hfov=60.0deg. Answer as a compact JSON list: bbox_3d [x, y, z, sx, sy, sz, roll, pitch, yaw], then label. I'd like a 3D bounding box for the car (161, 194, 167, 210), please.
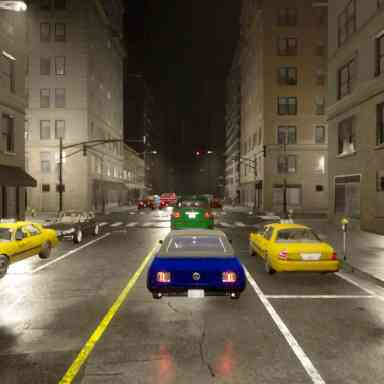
[{"bbox_3d":[-3.080,1.235,43.726,2.150,2.045,5.566,0,0,0],"label":"car"}]

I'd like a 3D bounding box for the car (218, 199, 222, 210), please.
[{"bbox_3d":[2.881,1.557,42.456,1.887,1.381,4.507,0,0,0],"label":"car"}]

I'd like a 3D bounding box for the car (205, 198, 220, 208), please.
[{"bbox_3d":[2.885,1.582,47.957,1.947,1.339,4.313,0,0,0],"label":"car"}]

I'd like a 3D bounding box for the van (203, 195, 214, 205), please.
[{"bbox_3d":[2.891,1.363,58.960,1.690,1.788,3.998,0,0,0],"label":"van"}]

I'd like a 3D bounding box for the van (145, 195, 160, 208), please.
[{"bbox_3d":[-5.641,1.357,47.962,1.690,1.788,3.998,0,0,0],"label":"van"}]

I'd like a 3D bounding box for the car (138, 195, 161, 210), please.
[{"bbox_3d":[-5.645,1.328,42.462,2.192,1.841,5.009,0,0,0],"label":"car"}]

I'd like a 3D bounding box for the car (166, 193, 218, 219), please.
[{"bbox_3d":[0.011,1.224,18.153,2.150,2.045,5.566,0,0,0],"label":"car"}]

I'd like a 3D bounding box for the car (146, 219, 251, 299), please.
[{"bbox_3d":[0.087,1.601,8.387,1.895,1.301,4.718,0,0,0],"label":"car"}]

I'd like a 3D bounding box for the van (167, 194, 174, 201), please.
[{"bbox_3d":[-5.618,1.377,86.473,1.690,1.788,3.998,0,0,0],"label":"van"}]

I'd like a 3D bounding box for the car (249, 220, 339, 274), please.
[{"bbox_3d":[2.862,1.526,10.326,1.752,1.417,4.829,0,0,0],"label":"car"}]

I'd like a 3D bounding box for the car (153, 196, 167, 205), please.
[{"bbox_3d":[-5.635,1.462,58.965,1.967,1.590,4.097,0,0,0],"label":"car"}]

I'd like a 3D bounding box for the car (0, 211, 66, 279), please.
[{"bbox_3d":[-5.663,1.526,9.992,1.752,1.417,4.829,0,0,0],"label":"car"}]

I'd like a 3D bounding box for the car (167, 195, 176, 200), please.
[{"bbox_3d":[-5.615,1.591,91.973,2.008,1.369,4.403,0,0,0],"label":"car"}]

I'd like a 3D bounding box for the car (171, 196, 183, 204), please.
[{"bbox_3d":[-2.970,1.518,68.032,2.128,1.511,4.902,0,0,0],"label":"car"}]

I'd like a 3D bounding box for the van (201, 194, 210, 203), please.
[{"bbox_3d":[2.897,1.368,69.963,1.690,1.788,3.998,0,0,0],"label":"van"}]

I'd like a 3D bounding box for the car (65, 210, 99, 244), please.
[{"bbox_3d":[-5.660,1.552,15.687,2.008,1.369,4.403,0,0,0],"label":"car"}]
